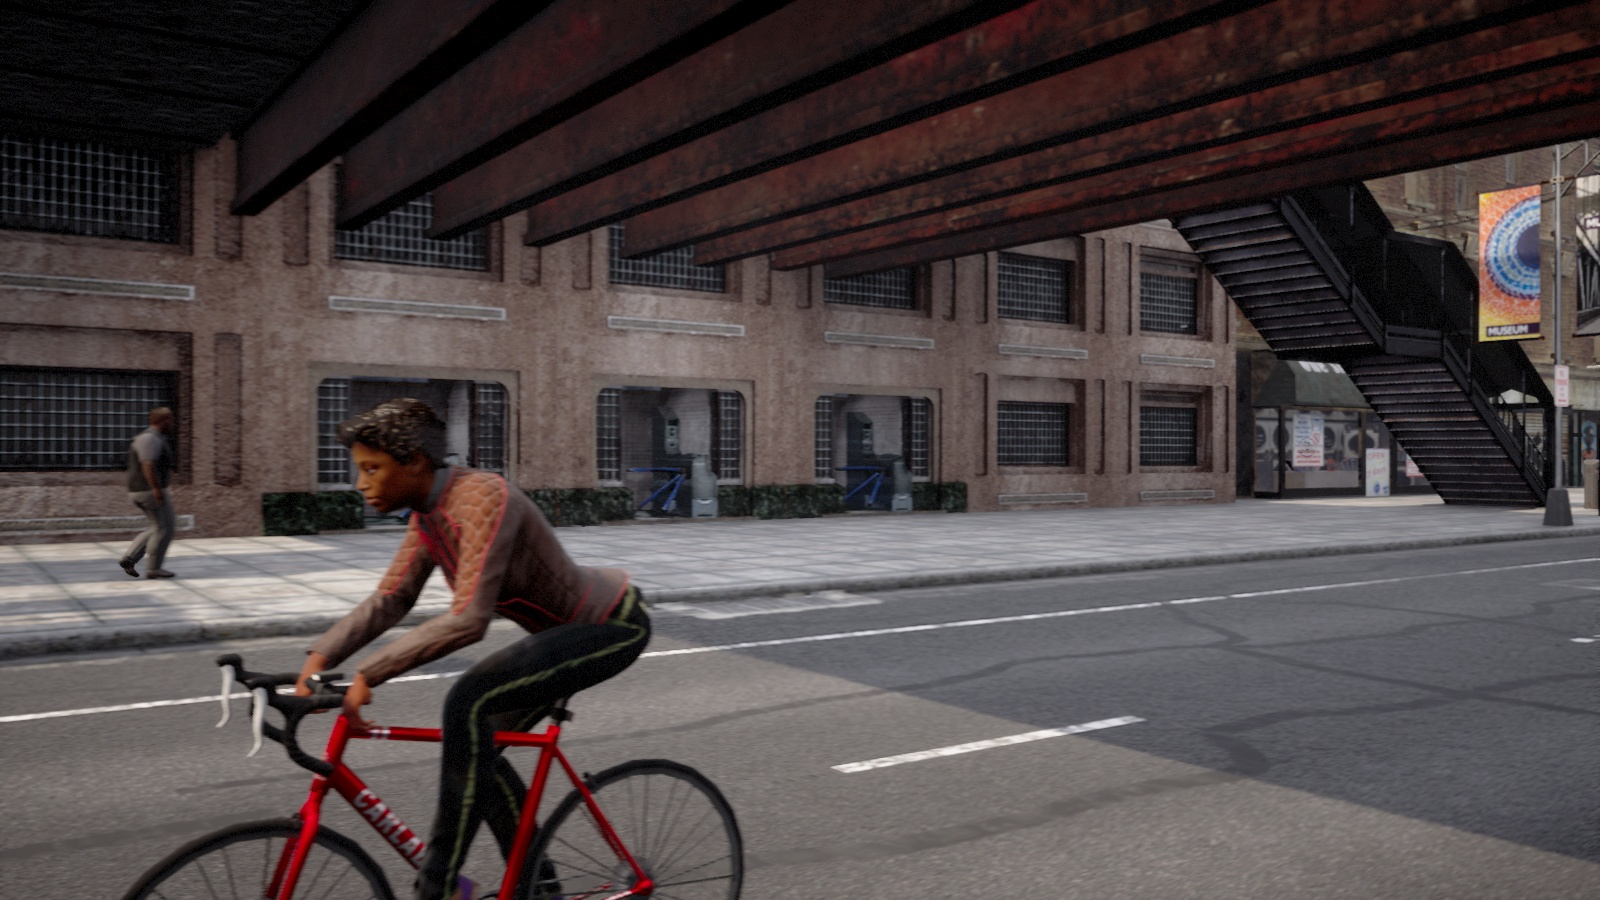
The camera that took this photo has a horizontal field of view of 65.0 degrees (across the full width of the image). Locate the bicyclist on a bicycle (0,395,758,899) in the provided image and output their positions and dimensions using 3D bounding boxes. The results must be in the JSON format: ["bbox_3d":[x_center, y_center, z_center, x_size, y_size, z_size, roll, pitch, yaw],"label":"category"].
[{"bbox_3d":[-0.956,0.707,2.988,1.656,1.620,0.582,0,0,-35],"label":"bicyclist on a bicycle"}]

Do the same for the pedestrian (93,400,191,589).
[{"bbox_3d":[-6.787,0.446,12.960,0.849,1.883,0.563,0,0,-33],"label":"pedestrian"}]
